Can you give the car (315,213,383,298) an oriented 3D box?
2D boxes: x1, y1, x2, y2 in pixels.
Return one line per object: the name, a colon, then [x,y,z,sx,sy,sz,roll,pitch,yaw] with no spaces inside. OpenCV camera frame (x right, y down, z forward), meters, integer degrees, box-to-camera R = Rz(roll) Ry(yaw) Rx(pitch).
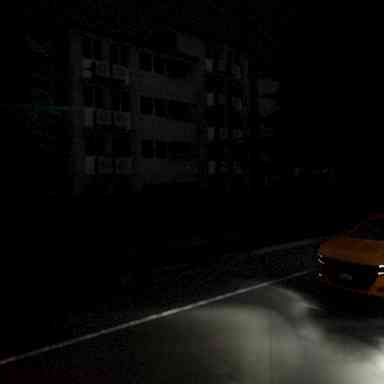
car: [4.848,1.245,7.728,5.008,1.535,1.882,-2,1,-37]
